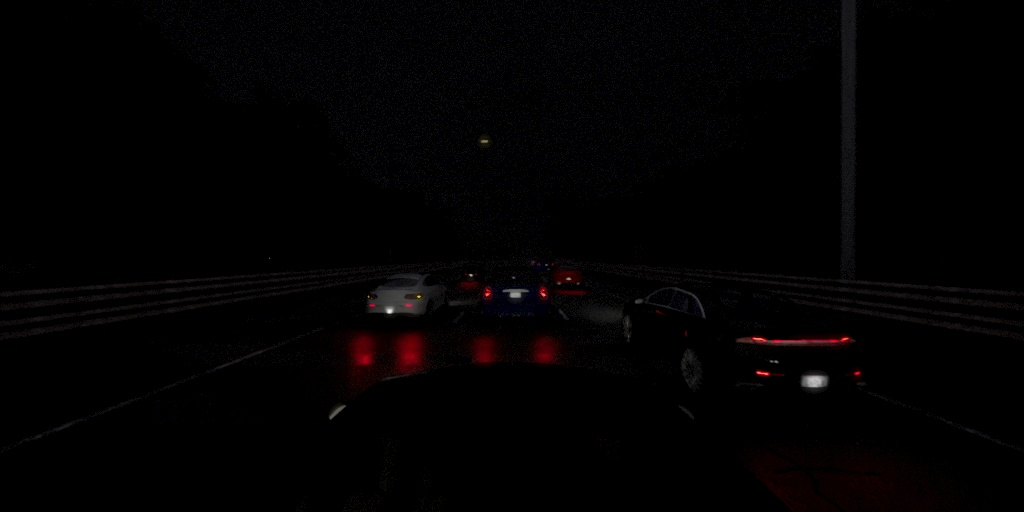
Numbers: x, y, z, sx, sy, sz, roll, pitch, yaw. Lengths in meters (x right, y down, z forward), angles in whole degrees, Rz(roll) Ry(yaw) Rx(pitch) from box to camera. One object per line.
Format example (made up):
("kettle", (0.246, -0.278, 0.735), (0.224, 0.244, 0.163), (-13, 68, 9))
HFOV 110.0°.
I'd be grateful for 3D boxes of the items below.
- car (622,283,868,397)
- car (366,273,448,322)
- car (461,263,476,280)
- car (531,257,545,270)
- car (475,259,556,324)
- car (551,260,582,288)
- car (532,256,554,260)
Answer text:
("car", (3.500, 1.237, 6.567), (2.128, 1.511, 4.902), (0, 0, 0))
("car", (-3.410, 1.289, 12.295), (1.812, 1.442, 4.674), (0, 0, 0))
("car", (-3.321, 1.330, 31.795), (1.837, 1.490, 4.892), (0, 0, 1))
("car", (4.292, 1.190, 60.384), (2.150, 2.045, 5.566), (0, 0, 2))
("car", (0.103, 1.116, 12.158), (2.097, 1.767, 4.553), (0, 0, 0))
("car", (3.520, 1.264, 24.580), (1.882, 1.535, 5.008), (0, 0, 0))
("car", (3.702, 1.060, 40.564), (2.150, 2.045, 5.566), (0, 0, 1))
